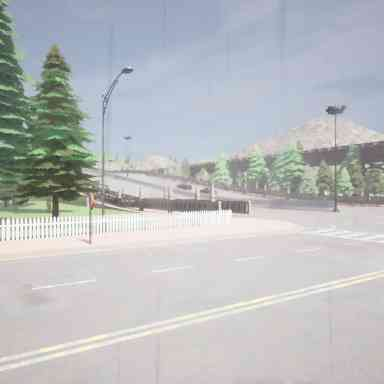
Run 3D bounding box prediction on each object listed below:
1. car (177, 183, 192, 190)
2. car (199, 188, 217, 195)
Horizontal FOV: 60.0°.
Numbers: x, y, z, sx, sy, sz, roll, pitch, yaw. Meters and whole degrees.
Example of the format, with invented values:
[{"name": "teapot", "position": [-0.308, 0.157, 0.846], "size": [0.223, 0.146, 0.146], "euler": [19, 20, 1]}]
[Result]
[{"name": "car", "position": [-1.795, -1.376, 78.239], "size": [2.128, 1.511, 4.902], "euler": [0, 7, -34]}, {"name": "car", "position": [3.467, -0.204, 70.502], "size": [1.812, 1.442, 4.674], "euler": [0, 7, -34]}]
